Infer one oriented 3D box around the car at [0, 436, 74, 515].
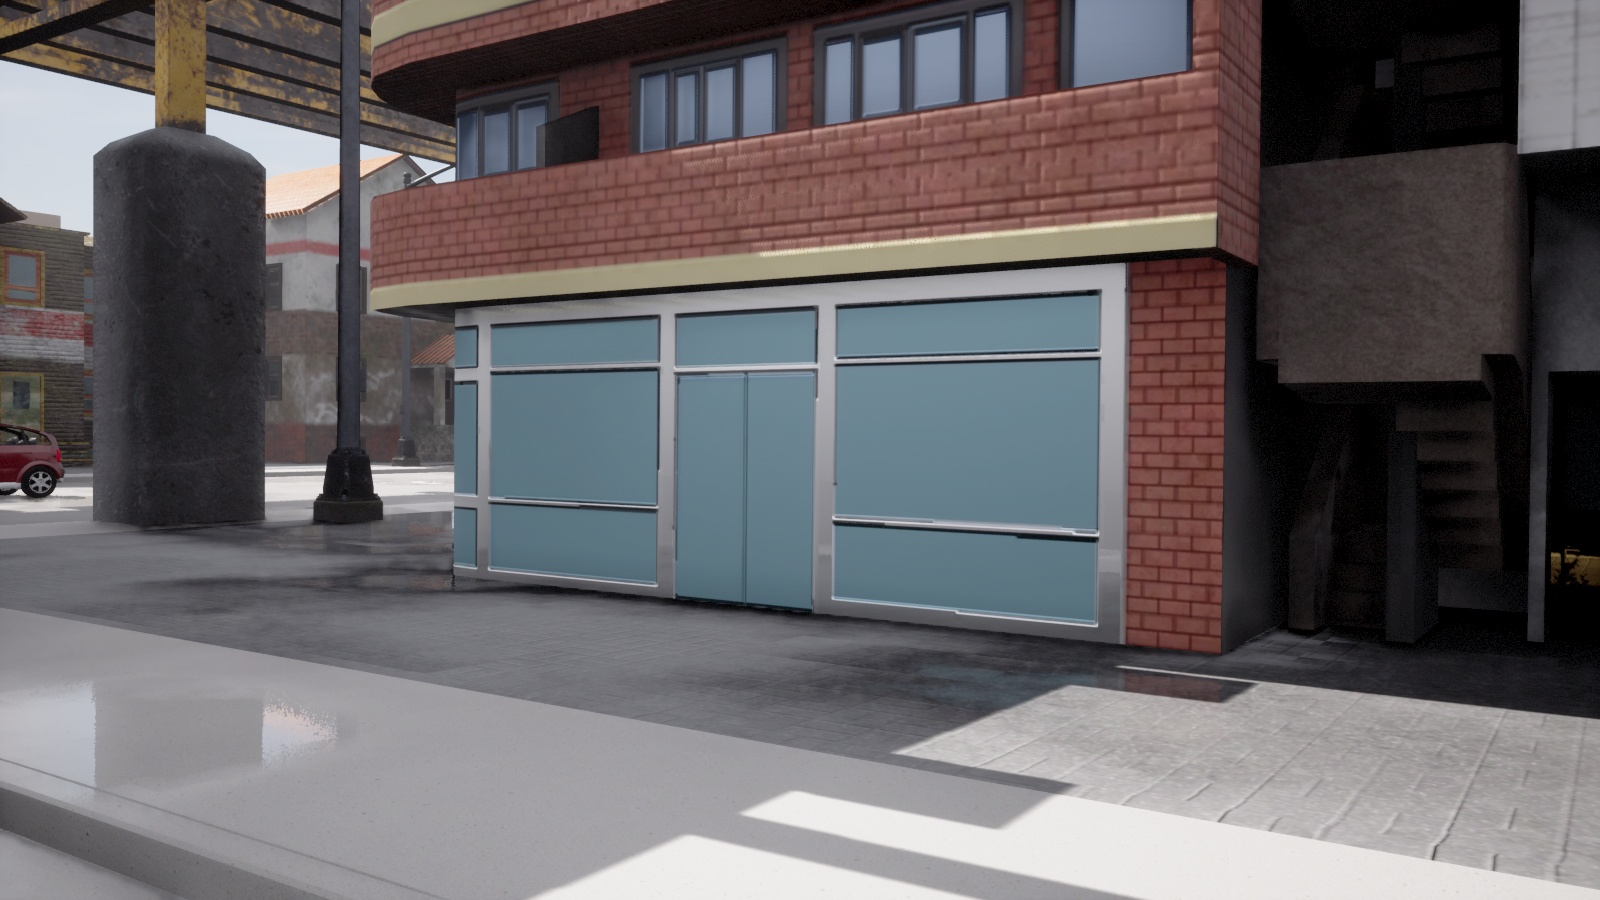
[{"bbox_3d":[-16.831,0.521,24.977,1.789,1.549,3.705,0,1,33],"label":"car"}]
